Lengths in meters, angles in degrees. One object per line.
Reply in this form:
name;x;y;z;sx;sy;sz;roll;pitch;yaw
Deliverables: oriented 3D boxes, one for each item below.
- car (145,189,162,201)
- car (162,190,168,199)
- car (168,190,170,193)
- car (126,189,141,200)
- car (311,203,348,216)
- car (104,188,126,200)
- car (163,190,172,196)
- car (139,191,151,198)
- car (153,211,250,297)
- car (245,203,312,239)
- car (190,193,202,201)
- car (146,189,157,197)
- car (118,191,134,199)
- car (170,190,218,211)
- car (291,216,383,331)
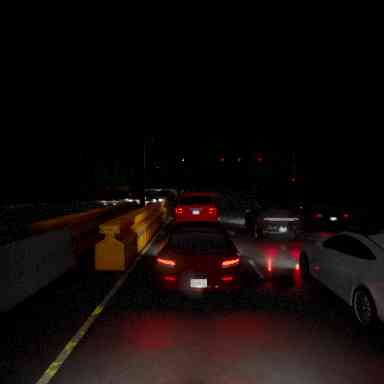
car;-6.639;0.710;56.376;1.812;1.442;4.674;0;1;1
car;-6.517;0.537;65.642;2.128;1.511;4.902;0;1;1
car;-6.397;0.251;75.658;2.097;1.767;4.553;0;1;0
car;-10.096;0.690;60.305;1.994;1.385;4.181;0;1;1
car;7.221;1.309;18.938;1.994;1.385;4.181;0;1;0
car;-13.628;0.382;58.020;2.150;2.045;5.566;0;1;1
car;-6.307;0.277;86.212;2.033;1.411;5.357;0;1;0
car;-9.942;0.527;70.380;1.994;1.385;4.181;0;1;0
car;0.142;1.431;8.242;1.812;1.442;4.674;0;1;1
car;3.696;1.283;15.854;2.128;1.511;4.902;0;1;0
car;0.682;0.784;56.454;1.895;1.301;4.718;0;1;-1
car;-9.855;0.177;80.598;2.097;1.767;4.553;0;1;0
car;-13.461;0.556;68.158;2.033;1.411;5.357;0;1;0
car;0.206;0.984;17.839;2.150;2.045;5.566;0;1;1
car;3.629;1.455;6.606;1.812;1.442;4.674;0;1;0
